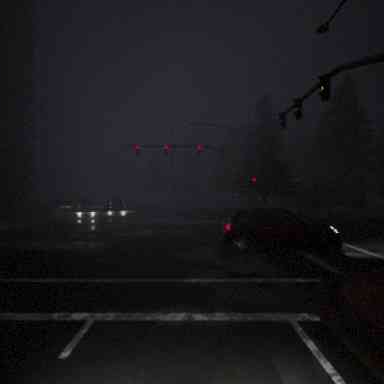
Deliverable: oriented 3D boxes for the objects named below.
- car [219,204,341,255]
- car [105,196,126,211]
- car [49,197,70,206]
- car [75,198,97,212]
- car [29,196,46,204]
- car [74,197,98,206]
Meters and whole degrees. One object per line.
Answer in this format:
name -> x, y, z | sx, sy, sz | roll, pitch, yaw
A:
car -> 3.378, 1.377, 13.120 | 4.553, 1.767, 2.097 | 0, 0, 0
car -> -9.425, 1.319, 40.796 | 2.097, 1.767, 4.553 | 0, 0, -21
car -> -21.261, 1.520, 53.519 | 4.181, 1.385, 1.994 | 0, 0, 44
car -> -12.445, 1.473, 38.847 | 1.837, 1.490, 4.892 | 0, 0, -18
car -> -30.452, 1.424, 64.229 | 5.008, 1.535, 1.882 | 0, 0, 23
car -> -17.413, 1.556, 54.636 | 1.895, 1.301, 4.718 | 0, 0, -43
